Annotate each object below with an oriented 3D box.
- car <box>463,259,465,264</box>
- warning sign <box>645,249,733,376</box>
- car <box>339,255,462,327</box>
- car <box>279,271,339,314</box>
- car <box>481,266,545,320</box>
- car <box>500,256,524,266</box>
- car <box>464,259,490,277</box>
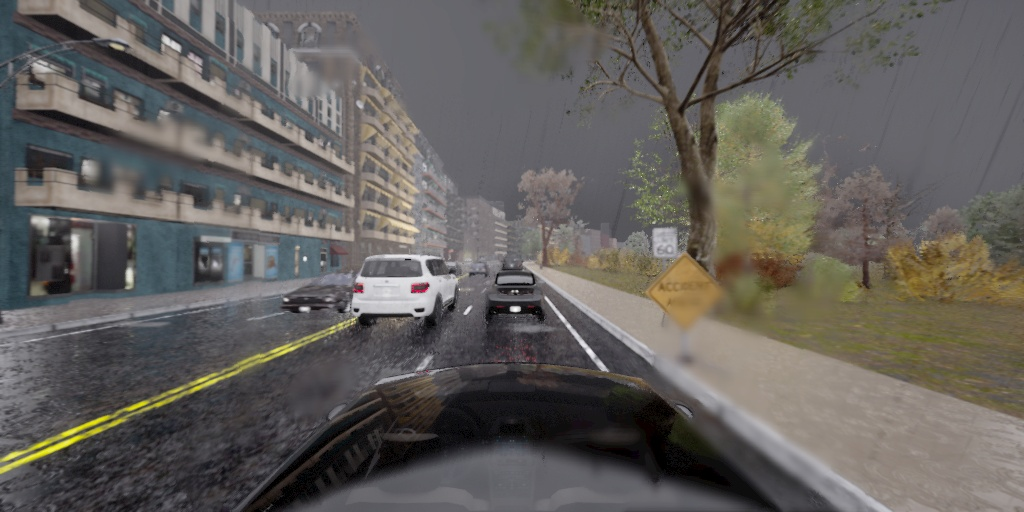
[{"bbox_3d":[-6.519,1.314,38.233,1.812,1.442,4.674,0,0,0],"label":"car"},{"bbox_3d":[2.850,0.869,5.893,1.300,1.860,1.060,0,0,0],"label":"warning sign"},{"bbox_3d":[-3.151,0.981,11.689,2.150,2.045,5.566,0,0,0],"label":"car"},{"bbox_3d":[-6.602,1.309,14.088,2.033,1.411,5.357,0,0,0],"label":"car"},{"bbox_3d":[0.100,1.265,12.638,1.837,1.490,4.892,0,0,0],"label":"car"},{"bbox_3d":[0.012,1.011,36.363,2.150,2.045,5.566,0,0,0],"label":"car"},{"bbox_3d":[-3.242,1.334,36.056,2.033,1.411,5.357,0,0,0],"label":"car"}]
